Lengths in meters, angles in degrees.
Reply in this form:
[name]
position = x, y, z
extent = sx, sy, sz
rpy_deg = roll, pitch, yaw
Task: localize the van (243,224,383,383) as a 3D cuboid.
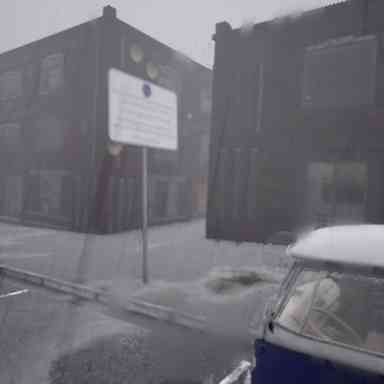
[van]
position = 2.359, 1.254, 1.848
extent = 4.442, 1.987, 1.878
rpy_deg = 0, 0, 35
